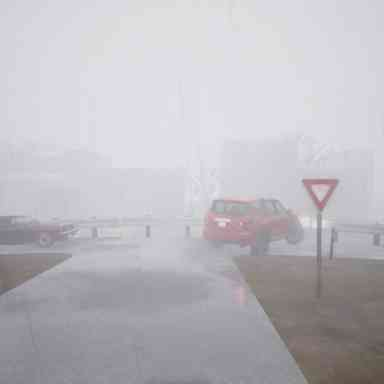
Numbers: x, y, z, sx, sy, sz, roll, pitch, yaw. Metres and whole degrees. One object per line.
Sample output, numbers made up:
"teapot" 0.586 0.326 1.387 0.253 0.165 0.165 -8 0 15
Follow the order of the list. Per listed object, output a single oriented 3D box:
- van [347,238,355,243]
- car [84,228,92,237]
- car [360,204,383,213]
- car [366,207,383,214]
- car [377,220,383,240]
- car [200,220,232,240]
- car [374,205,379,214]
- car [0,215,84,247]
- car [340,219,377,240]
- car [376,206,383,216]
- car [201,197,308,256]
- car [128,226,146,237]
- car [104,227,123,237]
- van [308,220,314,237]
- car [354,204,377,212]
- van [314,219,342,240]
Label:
"van" 10.737 4.443 21.010 1.878 1.987 4.442 0 1 -18
"car" -12.106 4.465 38.736 2.097 1.535 5.008 0 0 -18
"car" 41.505 3.883 76.927 4.553 1.767 2.185 -1 1 -17
"car" 41.303 4.083 73.927 4.674 1.452 2.002 -1 0 -17
"car" 20.439 4.216 37.770 2.435 2.045 5.566 0 0 -18
"car" 2.670 4.342 38.338 2.185 1.767 4.553 0 0 -18
"car" 41.101 3.951 70.924 4.553 1.767 2.185 -1 0 -17
"car" -7.558 1.691 14.635 4.718 1.301 1.895 -2 1 2
"car" 17.481 4.216 37.857 2.435 2.045 5.566 0 0 -18
"car" 40.976 4.110 67.925 5.008 1.535 2.097 -1 1 -17
"car" 2.700 1.233 13.894 2.150 2.045 5.566 2 1 38
"car" -6.179 4.496 38.541 2.163 1.488 4.792 0 0 -18
"car" -9.219 4.463 38.822 1.946 1.575 5.366 0 0 -18
"van" 11.511 4.242 38.163 1.878 1.987 4.442 0 0 -18
"car" 41.676 3.850 79.924 4.553 1.767 2.185 -1 1 -17
"van" 14.468 4.242 38.076 1.878 1.987 4.442 0 0 -18
